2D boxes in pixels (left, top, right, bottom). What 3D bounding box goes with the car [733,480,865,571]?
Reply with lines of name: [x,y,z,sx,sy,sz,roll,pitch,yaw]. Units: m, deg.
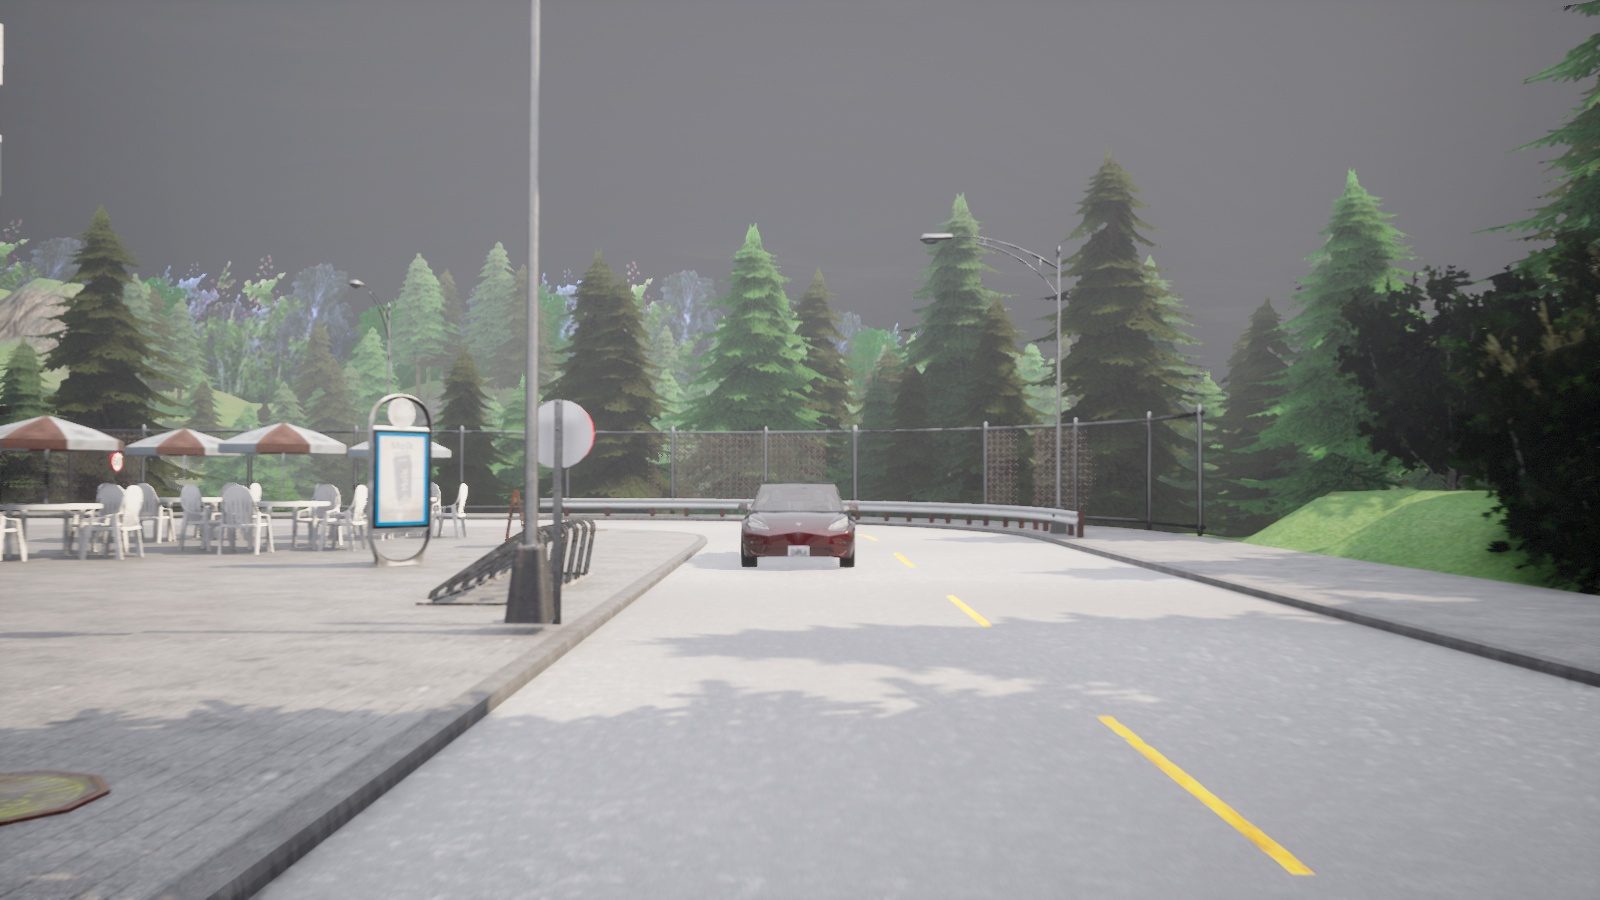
car: [-0.027,1.302,23.130,2.163,1.488,4.792,0,-1,0]
